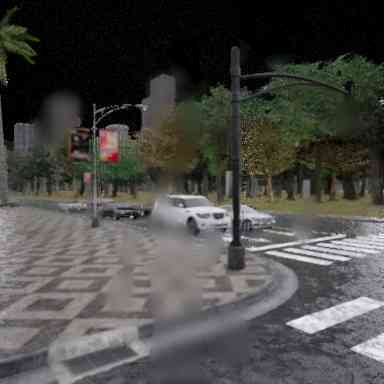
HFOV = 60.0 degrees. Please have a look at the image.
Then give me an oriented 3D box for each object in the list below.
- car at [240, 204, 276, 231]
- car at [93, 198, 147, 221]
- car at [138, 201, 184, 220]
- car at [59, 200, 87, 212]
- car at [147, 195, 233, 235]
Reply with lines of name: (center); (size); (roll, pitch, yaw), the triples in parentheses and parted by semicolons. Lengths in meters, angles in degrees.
car: (2.952, 1.465, 20.310); (1.812, 1.442, 4.674); (-1, 0, -34)
car: (-6.123, 1.505, 27.532); (2.033, 1.411, 5.357); (-1, 0, -35)
car: (-2.731, 1.494, 28.342); (1.994, 1.385, 4.181); (-1, 0, -36)
car: (-13.566, 1.545, 37.807); (1.895, 1.301, 4.718); (-1, 0, -37)
car: (-0.166, 1.189, 19.100); (2.150, 2.045, 5.566); (-1, 0, -35)
